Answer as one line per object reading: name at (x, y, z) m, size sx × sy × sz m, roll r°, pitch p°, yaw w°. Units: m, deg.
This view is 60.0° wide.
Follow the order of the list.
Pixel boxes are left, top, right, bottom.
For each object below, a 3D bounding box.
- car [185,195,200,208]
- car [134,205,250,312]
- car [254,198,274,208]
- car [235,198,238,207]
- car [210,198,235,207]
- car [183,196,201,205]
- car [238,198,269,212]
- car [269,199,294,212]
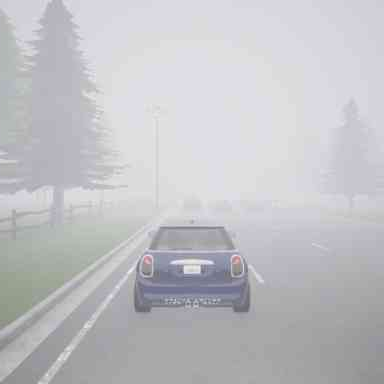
car at (0.014, 1.352, 48.883) m, size 2.097 × 1.767 × 4.553 m, roll 0°, pitch 0°, yaw 0°
car at (0.002, 1.352, 7.842) m, size 2.097 × 1.767 × 4.553 m, roll 0°, pitch 0°, yaw 0°
car at (10.514, 1.564, 48.910) m, size 1.994 × 1.385 × 4.181 m, roll 0°, pitch 0°, yaw 0°
car at (7.014, 1.564, 48.911) m, size 1.994 × 1.385 × 4.181 m, roll 0°, pitch 0°, yaw 0°
car at (3.511, 1.564, 38.908) m, size 1.994 × 1.385 × 4.181 m, roll 0°, pitch 0°, yaw 0°
car at (0.011, 1.352, 38.879) m, size 2.097 × 1.767 × 4.553 m, roll 0°, pitch 0°, yaw 0°
car at (7.011, 1.547, 38.491) m, size 2.033 × 1.411 × 5.357 m, roll 0°, pitch 0°, yaw 0°
car at (10.511, 1.526, 38.906) m, size 1.812 × 1.442 × 4.674 m, roll 0°, pitch 0°, yaw 0°
